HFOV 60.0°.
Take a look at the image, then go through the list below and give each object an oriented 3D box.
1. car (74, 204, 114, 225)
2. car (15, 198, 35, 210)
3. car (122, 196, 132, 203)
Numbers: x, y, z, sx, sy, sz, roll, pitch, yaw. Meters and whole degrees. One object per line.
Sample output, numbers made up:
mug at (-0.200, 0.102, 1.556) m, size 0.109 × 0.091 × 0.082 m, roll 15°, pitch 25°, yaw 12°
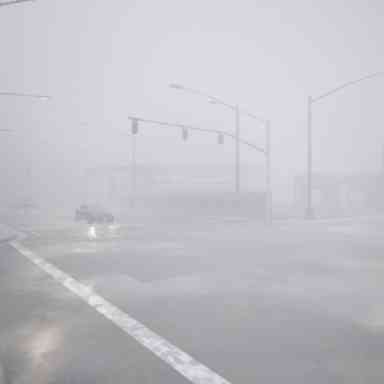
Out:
car at (-7.722, 1.667, 25.949) m, size 1.812 × 1.442 × 4.674 m, roll 1°, pitch 0°, yaw -37°
car at (-23.164, 1.530, 46.089) m, size 1.882 × 1.535 × 5.008 m, roll 1°, pitch 0°, yaw -37°
car at (-12.623, 1.597, 71.411) m, size 4.611 × 1.667 × 2.242 m, roll 0°, pitch 0°, yaw -36°
